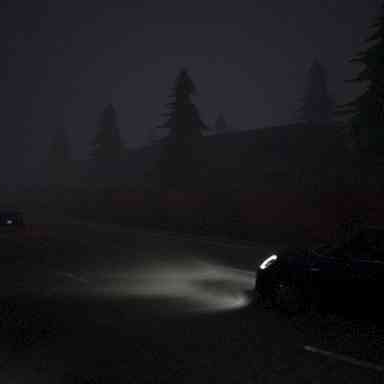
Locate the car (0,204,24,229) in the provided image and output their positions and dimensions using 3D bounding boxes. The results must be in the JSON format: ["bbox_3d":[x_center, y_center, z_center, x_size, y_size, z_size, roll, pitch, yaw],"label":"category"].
[{"bbox_3d":[-11.612,1.458,20.136,1.812,1.442,4.674,0,0,-41],"label":"car"}]

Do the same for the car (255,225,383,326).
[{"bbox_3d":[3.464,1.372,5.981,4.553,1.767,2.097,0,0,36],"label":"car"}]
